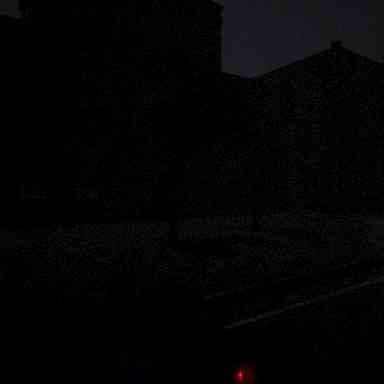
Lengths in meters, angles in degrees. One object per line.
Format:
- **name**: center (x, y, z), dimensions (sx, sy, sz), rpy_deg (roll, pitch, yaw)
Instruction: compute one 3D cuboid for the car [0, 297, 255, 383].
- **car**: center (-1.987, 1.548, 1.960), dimensions (5.357, 1.411, 2.033), rpy_deg (0, 0, -36)
